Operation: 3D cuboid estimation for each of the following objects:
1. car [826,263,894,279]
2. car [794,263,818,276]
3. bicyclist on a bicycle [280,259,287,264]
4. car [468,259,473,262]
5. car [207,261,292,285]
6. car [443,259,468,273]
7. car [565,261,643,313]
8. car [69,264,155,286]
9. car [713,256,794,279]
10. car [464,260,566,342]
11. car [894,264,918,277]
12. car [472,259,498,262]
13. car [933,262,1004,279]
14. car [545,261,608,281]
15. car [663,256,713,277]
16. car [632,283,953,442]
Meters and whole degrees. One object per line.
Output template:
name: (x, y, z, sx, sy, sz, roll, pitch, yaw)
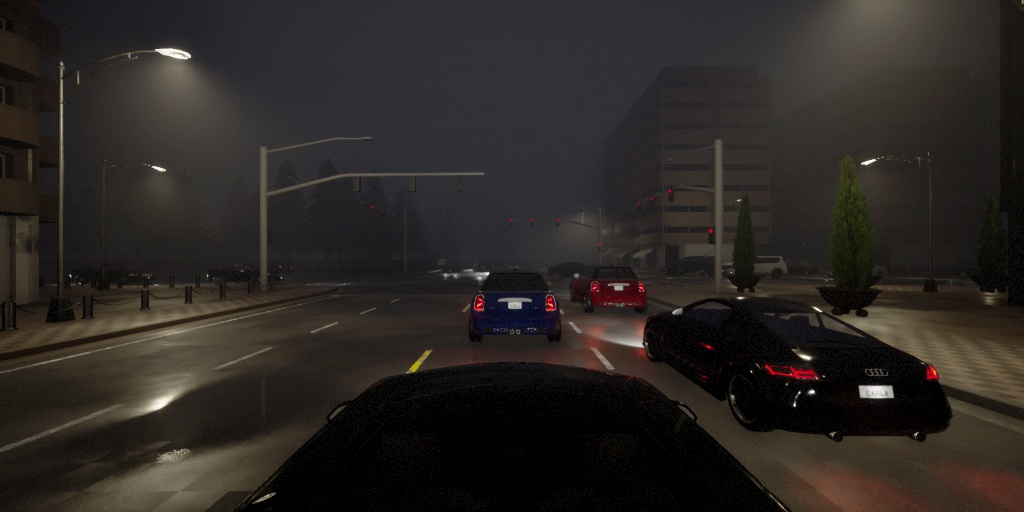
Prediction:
car: (31.802, 1.331, 33.118, 4.674, 1.442, 1.812, 0, 0, 0)
car: (28.178, 1.406, 36.607, 4.718, 1.301, 1.895, 0, 0, 0)
bicyclist on a bicycle: (-25.615, 1.106, 40.178, 0.582, 1.620, 1.656, 0, 0, 0)
car: (-6.454, 1.242, 55.570, 2.128, 1.511, 4.902, 0, 0, 6)
car: (-18.998, 1.297, 25.721, 4.902, 1.511, 2.128, 0, 0, 0)
car: (-6.977, 1.297, 43.122, 2.033, 1.411, 5.357, 0, 0, 1)
car: (3.604, 1.102, 14.198, 2.097, 1.767, 4.553, 0, 0, 0)
car: (-28.532, 1.297, 25.684, 4.902, 1.511, 2.128, 0, 0, 0)
car: (22.165, 1.027, 33.085, 5.566, 2.045, 2.150, 0, 0, 0)
car: (0.082, 1.102, 9.970, 2.097, 1.767, 4.553, 0, 0, 0)
car: (38.224, 1.406, 36.638, 4.718, 1.301, 1.895, 0, 0, 0)
car: (-3.421, 1.241, 46.163, 2.128, 1.511, 4.902, 0, 0, 1)
car: (42.127, 1.283, 33.143, 5.008, 1.535, 1.882, 0, 0, 0)
car: (5.572, 1.238, 30.838, 5.008, 1.535, 1.882, 0, 1, 24)
car: (18.418, 1.027, 36.569, 5.566, 2.045, 2.150, 0, 0, 0)
car: (3.606, 1.314, 5.557, 1.994, 1.385, 4.181, 0, 0, 0)
